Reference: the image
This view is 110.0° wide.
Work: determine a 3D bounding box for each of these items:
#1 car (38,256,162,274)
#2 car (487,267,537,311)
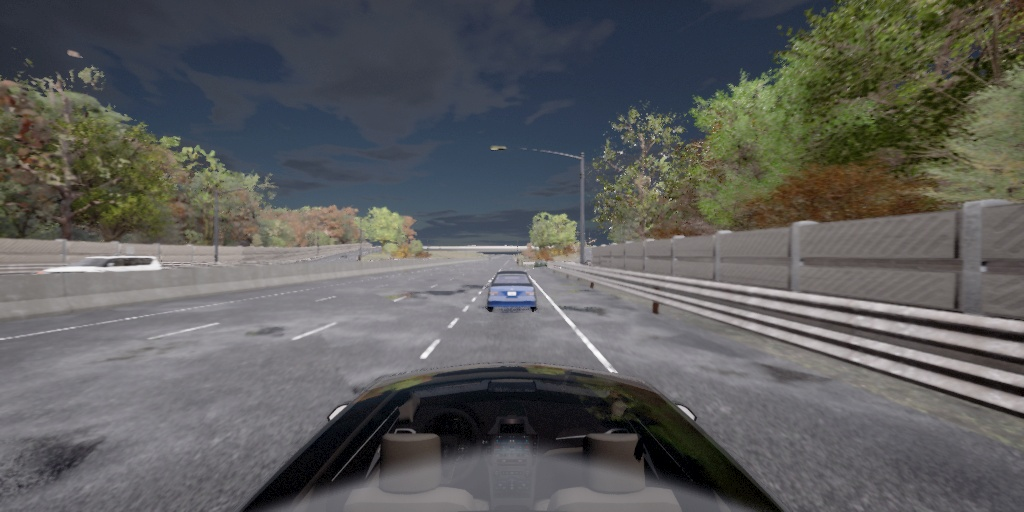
[{"bbox_3d":[-24.605,0.994,21.830,2.150,2.045,5.566,0,0,0],"label":"car"},{"bbox_3d":[-0.007,1.311,14.520,2.033,1.411,5.357,0,0,0],"label":"car"}]
